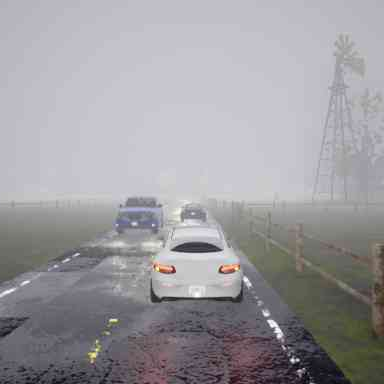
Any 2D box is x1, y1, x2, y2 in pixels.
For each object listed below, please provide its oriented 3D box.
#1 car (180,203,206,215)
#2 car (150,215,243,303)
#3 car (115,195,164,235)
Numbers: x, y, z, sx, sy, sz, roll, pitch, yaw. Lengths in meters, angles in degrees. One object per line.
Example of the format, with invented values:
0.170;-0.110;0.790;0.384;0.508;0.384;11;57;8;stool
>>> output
0.099;1.559;26.384;1.994;1.385;4.181;0;0;0;car
0.095;1.525;8.079;1.812;1.442;4.674;0;0;0;car
-2.847;1.219;19.238;2.150;2.045;5.566;0;0;0;car
